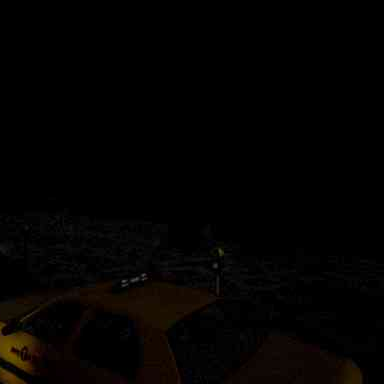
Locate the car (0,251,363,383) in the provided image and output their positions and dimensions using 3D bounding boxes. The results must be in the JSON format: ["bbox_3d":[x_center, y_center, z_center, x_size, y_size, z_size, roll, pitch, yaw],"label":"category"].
[{"bbox_3d":[-0.822,1.525,3.552,4.829,1.417,1.752,0,0,36],"label":"car"}]
